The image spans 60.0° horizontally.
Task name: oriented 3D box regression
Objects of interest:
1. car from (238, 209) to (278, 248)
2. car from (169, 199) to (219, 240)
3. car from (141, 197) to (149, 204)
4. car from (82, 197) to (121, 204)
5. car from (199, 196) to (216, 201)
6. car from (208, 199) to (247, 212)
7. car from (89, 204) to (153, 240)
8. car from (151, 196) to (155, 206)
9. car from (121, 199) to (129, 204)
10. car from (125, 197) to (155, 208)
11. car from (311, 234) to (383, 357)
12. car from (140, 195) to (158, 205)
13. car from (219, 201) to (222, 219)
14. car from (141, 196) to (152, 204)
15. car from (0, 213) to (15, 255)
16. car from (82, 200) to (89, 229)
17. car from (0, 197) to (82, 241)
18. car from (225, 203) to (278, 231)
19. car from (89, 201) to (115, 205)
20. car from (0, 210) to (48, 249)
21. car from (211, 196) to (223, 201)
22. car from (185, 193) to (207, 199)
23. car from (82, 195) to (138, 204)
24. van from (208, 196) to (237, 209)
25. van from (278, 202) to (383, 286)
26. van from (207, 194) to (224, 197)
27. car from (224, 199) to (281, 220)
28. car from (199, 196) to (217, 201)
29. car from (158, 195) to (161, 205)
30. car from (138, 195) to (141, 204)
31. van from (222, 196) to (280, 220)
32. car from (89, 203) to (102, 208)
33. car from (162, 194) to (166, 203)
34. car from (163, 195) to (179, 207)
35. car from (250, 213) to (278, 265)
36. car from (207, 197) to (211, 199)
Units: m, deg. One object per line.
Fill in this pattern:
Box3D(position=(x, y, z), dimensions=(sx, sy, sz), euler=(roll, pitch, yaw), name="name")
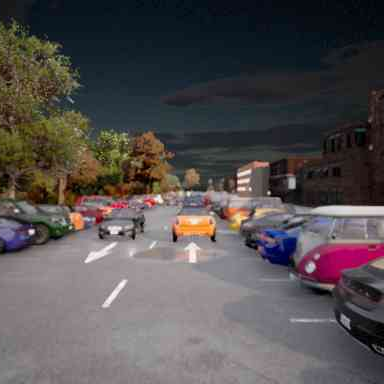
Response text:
Box3D(position=(4.555, 1.567, 12.953), dimensions=(5.008, 1.535, 2.097), euler=(0, 0, 0), name="car")
Box3D(position=(0.114, 1.469, 17.731), dimensions=(2.097, 1.767, 4.553), euler=(0, 0, 0), name="car")
Box3D(position=(-8.475, 1.764, 43.569), dimensions=(4.792, 1.488, 2.163), euler=(0, 0, 0), name="car")
Box3D(position=(-8.487, 1.525, 26.860), dimensions=(4.553, 1.767, 2.185), euler=(0, 0, 0), name="car")
Box3D(position=(4.431, 1.801, 94.639), dimensions=(4.674, 1.452, 2.002), euler=(0, 0, 0), name="car")
Box3D(position=(4.581, 1.736, 43.570), dimensions=(4.892, 1.521, 2.231), euler=(0, 0, 0), name="car")
Box3D(position=(-3.586, 1.609, 17.789), dimensions=(2.128, 1.511, 4.902), euler=(0, 0, 0), name="car")
Box3D(position=(-8.686, 1.757, 49.015), dimensions=(5.366, 1.575, 1.946), euler=(0, 0, 0), name="car")
Box3D(position=(-8.521, 1.665, 29.644), dimensions=(5.008, 1.535, 2.097), euler=(0, 0, 0), name="car")
Box3D(position=(-8.465, 1.659, 54.710), dimensions=(4.553, 1.767, 2.185), euler=(0, 0, 0), name="car")
Box3D(position=(4.537, 1.514, 4.603), dimensions=(4.892, 1.521, 2.231), euler=(0, 0, 0), name="car")
Box3D(position=(-8.527, 1.521, 51.801), dimensions=(5.566, 2.045, 2.435), euler=(0, 0, 0), name="car")
Box3D(position=(4.590, 1.680, 26.870), dimensions=(4.792, 1.488, 2.163), euler=(0, 0, 0), name="car")
Box3D(position=(-8.508, 1.748, 46.356), dimensions=(5.008, 1.535, 2.097), euler=(0, 0, 0), name="car")
Box3D(position=(-8.539, 1.551, 10.151), dimensions=(4.892, 1.521, 2.231), euler=(0, 0, 0), name="car")
Box3D(position=(-8.494, 1.477, 18.506), dimensions=(4.553, 1.767, 2.185), euler=(0, 0, 0), name="car")
Box3D(position=(-8.500, 1.334, 15.723), dimensions=(5.566, 2.045, 2.435), euler=(0, 0, 0), name="car")
Box3D(position=(4.740, 1.599, 18.520), dimensions=(5.366, 1.575, 1.946), euler=(0, 0, 0), name="car")
Box3D(position=(-8.516, 1.635, 24.075), dimensions=(5.008, 1.535, 2.097), euler=(0, 0, 0), name="car")
Box3D(position=(-8.559, 1.597, 12.933), dimensions=(4.792, 1.488, 2.163), euler=(0, 0, 0), name="car")
Box3D(position=(4.599, 1.569, 35.220), dimensions=(4.553, 1.767, 2.185), euler=(0, 0, 0), name="car")
Box3D(position=(0.137, 1.428, 33.632), dimensions=(2.150, 2.045, 5.566), euler=(0, 0, 0), name="car")
Box3D(position=(-8.486, 1.429, 32.432), dimensions=(5.566, 2.045, 2.435), euler=(0, 0, 0), name="car")
Box3D(position=(4.698, 1.546, 51.796), dimensions=(4.442, 1.987, 1.878), euler=(0, 0, 0), name="van")
Box3D(position=(4.428, 1.305, 7.388), dimensions=(4.442, 1.987, 1.878), euler=(0, 0, 0), name="van")
Box3D(position=(4.694, 1.522, 46.354), dimensions=(4.442, 1.987, 1.878), euler=(0, 0, 0), name="van")
Box3D(position=(4.588, 1.493, 21.304), dimensions=(4.553, 1.767, 2.185), euler=(0, 0, 0), name="car")
Box3D(position=(4.395, 1.783, 91.812), dimensions=(4.792, 1.488, 2.163), euler=(0, 0, 0), name="car")
Box3D(position=(-8.523, 1.683, 60.155), dimensions=(4.553, 1.767, 2.185), euler=(0, 0, 0), name="car")
Box3D(position=(-8.541, 1.583, 38.001), dimensions=(4.553, 1.767, 2.185), euler=(0, 0, 0), name="car")
Box3D(position=(4.676, 1.409, 24.025), dimensions=(4.442, 1.987, 1.878), euler=(0, 0, 0), name="van")
Box3D(position=(-8.526, 1.659, 21.290), dimensions=(4.674, 1.452, 2.002), euler=(0, 0, 0), name="car")
Box3D(position=(-8.516, 1.583, 65.850), dimensions=(5.566, 2.045, 2.435), euler=(0, 0, 0), name="car")
Box3D(position=(-3.494, 1.819, 59.944), dimensions=(2.128, 1.511, 4.902), euler=(0, 0, 1), name="car")
Box3D(position=(4.542, 1.549, 10.170), dimensions=(5.008, 1.535, 2.097), euler=(0, 0, 0), name="car")
Box3D(position=(4.387, 1.718, 40.787), dimensions=(5.366, 1.575, 1.946), euler=(0, 0, 0), name="car")
